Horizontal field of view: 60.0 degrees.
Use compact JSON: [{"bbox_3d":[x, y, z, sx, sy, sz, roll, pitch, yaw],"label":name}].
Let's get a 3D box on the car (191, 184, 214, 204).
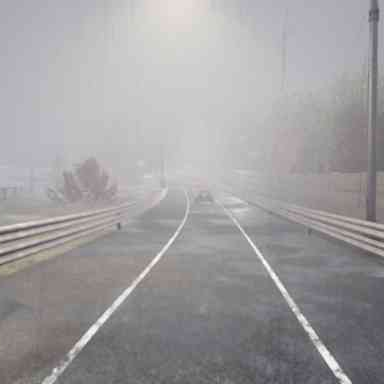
[{"bbox_3d":[1.335,0.365,38.859,2.097,1.767,4.553,0,3,-2],"label":"car"}]
